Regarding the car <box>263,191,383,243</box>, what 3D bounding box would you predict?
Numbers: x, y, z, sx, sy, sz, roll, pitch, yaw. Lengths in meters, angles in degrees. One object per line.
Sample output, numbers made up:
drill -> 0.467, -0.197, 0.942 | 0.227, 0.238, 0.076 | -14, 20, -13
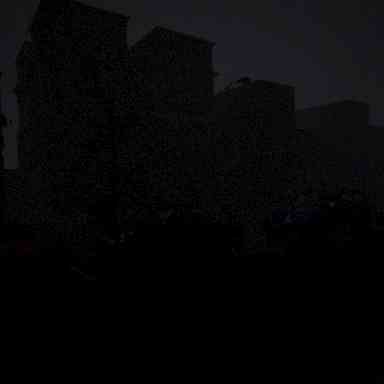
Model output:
car -> 5.667, 0.971, 14.645 | 5.566, 2.045, 2.435 | -1, 0, -33

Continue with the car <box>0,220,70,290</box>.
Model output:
car -> -5.110, 1.360, 6.925 | 4.792, 1.488, 2.163 | 0, 1, -33

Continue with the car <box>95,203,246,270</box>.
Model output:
car -> -0.557, 1.148, 10.192 | 4.553, 1.767, 2.185 | 0, 0, -33
